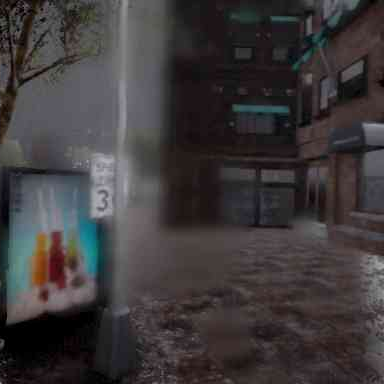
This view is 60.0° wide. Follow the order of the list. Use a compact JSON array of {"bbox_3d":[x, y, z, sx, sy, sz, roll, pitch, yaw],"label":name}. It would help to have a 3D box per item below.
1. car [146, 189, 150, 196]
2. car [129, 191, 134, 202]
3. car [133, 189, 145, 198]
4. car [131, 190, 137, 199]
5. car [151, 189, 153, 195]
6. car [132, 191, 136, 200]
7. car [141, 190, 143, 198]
[{"bbox_3d":[-13.767,0.370,80.802,5.566,2.045,2.435,2,1,-23],"label":"car"},{"bbox_3d":[-12.699,1.054,53.777,5.366,1.575,1.946,2,1,-23],"label":"car"},{"bbox_3d":[-13.331,0.638,71.840,4.553,1.767,2.185,2,1,-23],"label":"car"},{"bbox_3d":[-13.093,0.901,65.836,4.674,1.452,2.002,2,1,-23],"label":"car"},{"bbox_3d":[-14.174,0.236,89.809,5.566,2.045,2.435,2,1,-23],"label":"car"},{"bbox_3d":[-12.665,1.014,56.847,4.892,1.521,2.231,2,1,-23],"label":"car"},{"bbox_3d":[-13.259,0.839,68.823,4.792,1.488,2.163,2,1,-23],"label":"car"}]
